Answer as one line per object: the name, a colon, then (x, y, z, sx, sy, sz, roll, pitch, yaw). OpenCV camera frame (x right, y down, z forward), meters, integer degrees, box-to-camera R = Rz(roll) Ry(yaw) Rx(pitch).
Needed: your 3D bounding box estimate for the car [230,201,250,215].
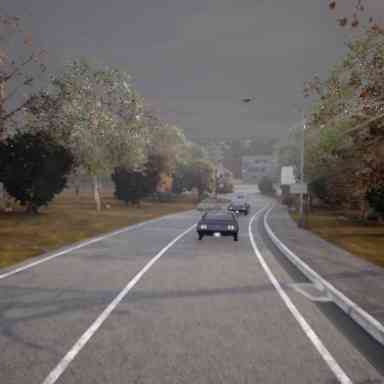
car: (4.874, 1.601, 33.844, 1.895, 1.301, 4.718, 1, 0, 14)

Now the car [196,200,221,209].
car: (1.885, 1.512, 37.023, 1.895, 1.301, 4.718, 1, 0, 15)

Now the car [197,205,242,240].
car: (1.423, 1.587, 16.895, 1.895, 1.301, 4.718, 1, 0, 8)
